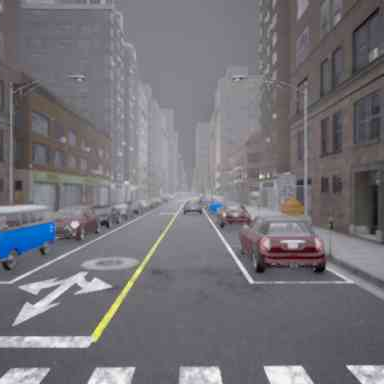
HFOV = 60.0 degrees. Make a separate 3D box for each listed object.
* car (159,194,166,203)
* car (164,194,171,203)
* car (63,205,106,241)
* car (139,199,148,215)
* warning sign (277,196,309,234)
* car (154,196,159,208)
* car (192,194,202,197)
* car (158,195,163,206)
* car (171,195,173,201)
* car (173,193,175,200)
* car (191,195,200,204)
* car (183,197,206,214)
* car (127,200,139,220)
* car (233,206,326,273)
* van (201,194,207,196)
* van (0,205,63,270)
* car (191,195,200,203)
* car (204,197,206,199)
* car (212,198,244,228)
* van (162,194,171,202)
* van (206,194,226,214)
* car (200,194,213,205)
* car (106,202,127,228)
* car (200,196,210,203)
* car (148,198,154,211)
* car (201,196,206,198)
[{"bbox_3d":[-5.935,1.518,55.856,1.752,1.417,4.829,0,0,0],"label":"car"},{"bbox_3d":[-5.952,1.302,67.362,2.192,1.841,5.009,0,0,0],"label":"car"},{"bbox_3d":[-5.880,1.442,16.348,1.967,1.590,4.097,0,0,0],"label":"car"},{"bbox_3d":[-5.904,1.566,33.353,1.947,1.339,4.313,0,0,0],"label":"car"},{"bbox_3d":[5.046,1.116,16.691,1.300,1.860,1.060,0,0,0],"label":"warning sign"},{"bbox_3d":[-5.920,1.563,44.689,1.947,1.339,4.313,0,0,0],"label":"car"},{"bbox_3d":[0.035,1.474,46.803,1.882,1.535,5.008,0,0,0],"label":"car"},{"bbox_3d":[-5.928,1.540,50.357,1.887,1.381,4.507,0,0,0],"label":"car"},{"bbox_3d":[-5.959,1.535,73.030,2.008,1.369,4.403,0,0,0],"label":"car"},{"bbox_3d":[-5.975,1.502,84.197,1.752,1.417,4.829,0,0,0],"label":"car"},{"bbox_3d":[0.694,1.442,66.876,1.801,1.575,5.366,0,0,0],"label":"car"},{"bbox_3d":[0.062,1.563,35.019,1.994,1.385,4.181,0,0,-1],"label":"car"},{"bbox_3d":[-5.896,1.583,27.684,1.802,1.307,4.206,0,0,0],"label":"car"},{"bbox_3d":[2.653,1.440,10.693,1.967,1.590,4.097,0,0,0],"label":"car"},{"bbox_3d":[2.598,1.335,50.378,1.690,1.788,3.998,0,0,0],"label":"van"},{"bbox_3d":[-5.872,1.342,10.679,1.690,1.788,3.998,0,0,0],"label":"van"},{"bbox_3d":[0.684,1.488,72.686,1.837,1.490,4.892,0,0,0],"label":"car"},{"bbox_3d":[2.614,1.523,39.209,1.752,1.417,4.829,0,0,0],"label":"car"},{"bbox_3d":[2.638,1.441,22.031,1.967,1.590,4.097,0,0,0],"label":"car"},{"bbox_3d":[-5.968,1.322,78.698,1.690,1.788,3.998,0,0,0],"label":"van"},{"bbox_3d":[2.621,1.341,33.370,1.690,1.788,3.998,0,0,0],"label":"van"},{"bbox_3d":[2.582,1.304,61.716,2.192,1.841,5.009,0,0,0],"label":"car"},{"bbox_3d":[-5.888,1.567,22.016,1.947,1.339,4.313,0,0,0],"label":"car"},{"bbox_3d":[2.574,1.552,67.386,1.947,1.339,4.313,0,0,0],"label":"car"},{"bbox_3d":[-5.912,1.524,38.851,1.752,1.417,4.829,0,0,0],"label":"car"},{"bbox_3d":[2.606,1.547,44.709,2.008,1.369,4.403,0,0,0],"label":"car"}]
